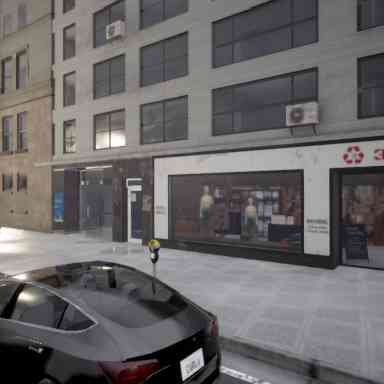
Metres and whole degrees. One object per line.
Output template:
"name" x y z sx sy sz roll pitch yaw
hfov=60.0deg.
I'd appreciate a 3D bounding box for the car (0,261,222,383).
"car" -1.684 1.566 4.176 4.313 1.339 1.947 0 0 36
